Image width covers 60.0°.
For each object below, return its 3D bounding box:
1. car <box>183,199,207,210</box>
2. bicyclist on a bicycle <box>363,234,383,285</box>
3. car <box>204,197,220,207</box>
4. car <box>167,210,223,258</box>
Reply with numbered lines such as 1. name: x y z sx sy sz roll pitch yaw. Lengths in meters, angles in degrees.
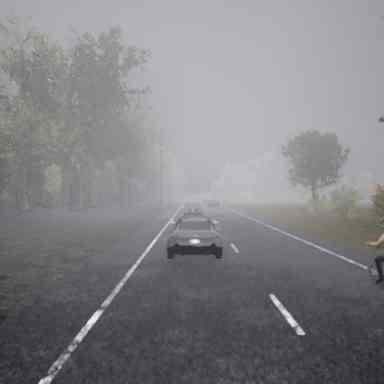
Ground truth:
1. car: 0.089 1.654 31.304 2.033 1.411 5.357 0 0 0
2. bicyclist on a bicycle: 4.484 1.463 7.654 0.866 1.612 1.509 0 0 0
3. car: 3.582 1.758 56.316 1.994 1.385 4.181 0 0 0
4. car: 0.096 1.608 12.973 1.994 1.385 4.181 0 0 0
